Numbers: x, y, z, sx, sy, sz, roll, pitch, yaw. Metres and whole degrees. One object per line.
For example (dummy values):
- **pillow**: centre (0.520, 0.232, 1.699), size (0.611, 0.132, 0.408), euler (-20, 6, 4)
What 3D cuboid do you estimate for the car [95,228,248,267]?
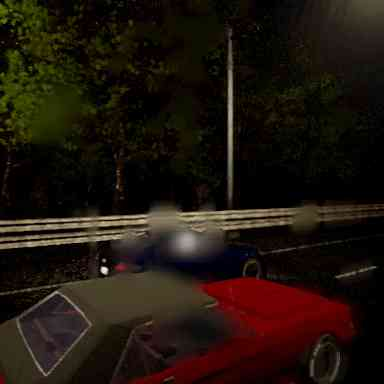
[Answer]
- **car**: centre (-0.167, 1.568, 7.951), size (4.181, 1.385, 1.994), euler (0, 0, -36)

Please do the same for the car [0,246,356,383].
- **car**: centre (-0.277, 1.602, 3.561), size (4.718, 1.301, 1.895), euler (0, 0, -36)
